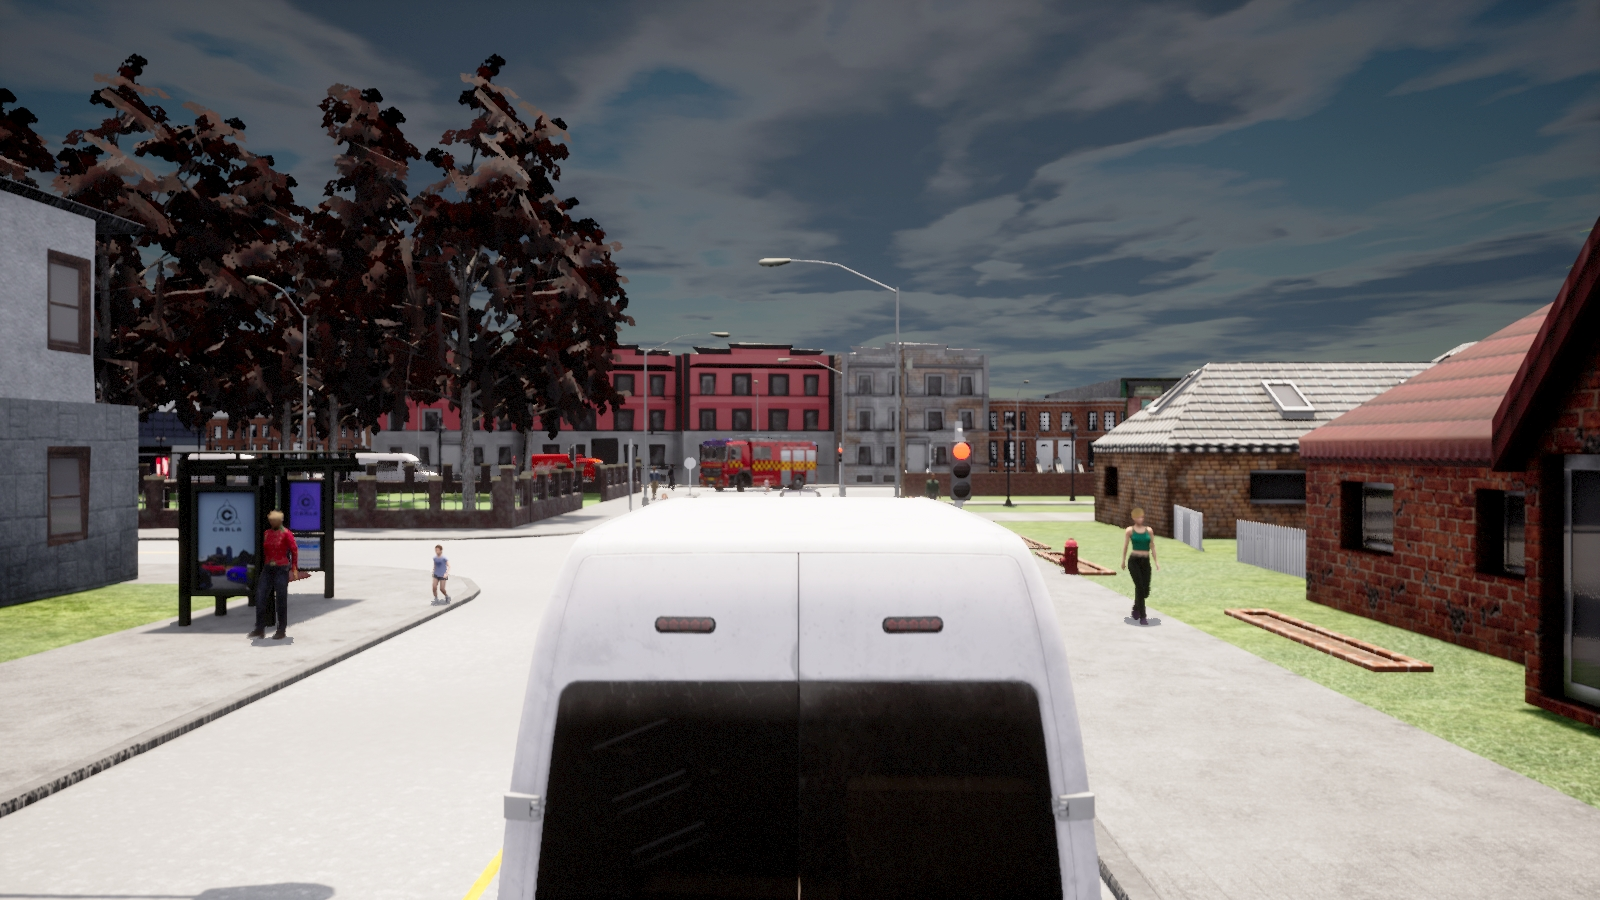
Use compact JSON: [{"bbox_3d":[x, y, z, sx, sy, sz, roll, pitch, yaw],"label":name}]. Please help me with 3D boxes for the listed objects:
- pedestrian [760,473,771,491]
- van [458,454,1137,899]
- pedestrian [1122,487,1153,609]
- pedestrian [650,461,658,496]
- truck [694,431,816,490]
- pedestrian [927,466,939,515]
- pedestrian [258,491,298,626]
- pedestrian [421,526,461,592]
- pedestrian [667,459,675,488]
[{"bbox_3d":[-2.127,1.998,71.364,0.500,1.100,0.500,0,0,28],"label":"pedestrian"},{"bbox_3d":[-0.007,1.313,6.305,1.988,2.561,5.915,0,0,0],"label":"van"},{"bbox_3d":[5.267,1.521,17.836,0.375,1.860,0.375,0,0,-2],"label":"pedestrian"},{"bbox_3d":[-7.728,1.517,60.545,0.375,1.860,0.375,0,0,4],"label":"pedestrian"},{"bbox_3d":[-2.979,0.658,78.258,8.468,3.827,2.891,0,0,-43],"label":"truck"},{"bbox_3d":[5.002,1.517,42.931,0.375,1.860,0.375,0,0,-12],"label":"pedestrian"},{"bbox_3d":[-7.354,1.515,16.097,0.375,1.860,0.375,0,0,6],"label":"pedestrian"},{"bbox_3d":[-6.285,1.894,20.005,0.500,1.100,0.500,0,0,8],"label":"pedestrian"},{"bbox_3d":[-8.378,1.514,74.100,0.375,1.860,0.375,0,0,37],"label":"pedestrian"}]
